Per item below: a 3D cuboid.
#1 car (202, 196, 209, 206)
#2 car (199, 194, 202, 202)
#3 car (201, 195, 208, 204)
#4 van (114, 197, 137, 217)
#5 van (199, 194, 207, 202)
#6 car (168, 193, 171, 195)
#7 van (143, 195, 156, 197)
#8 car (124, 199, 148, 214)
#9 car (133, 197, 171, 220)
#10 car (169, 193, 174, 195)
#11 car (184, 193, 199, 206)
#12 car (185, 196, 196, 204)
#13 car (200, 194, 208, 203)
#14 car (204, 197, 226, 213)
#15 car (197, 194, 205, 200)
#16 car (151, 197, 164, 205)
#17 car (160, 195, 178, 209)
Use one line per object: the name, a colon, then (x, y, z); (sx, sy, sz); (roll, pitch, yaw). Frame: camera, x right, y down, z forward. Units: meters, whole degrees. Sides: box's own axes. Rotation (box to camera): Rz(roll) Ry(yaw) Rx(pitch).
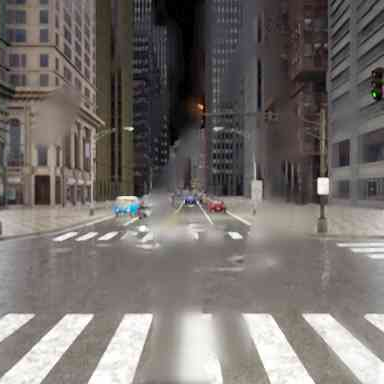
car: (2.612, 1.511, 41.207); (1.887, 1.381, 4.507); (0, 0, 0)
car: (2.510, 1.504, 63.309); (1.887, 1.381, 4.507); (0, 0, 0)
car: (2.587, 1.509, 46.732); (1.887, 1.381, 4.507); (0, 0, 0)
van: (-5.894, 1.315, 30.137); (1.690, 1.788, 3.998); (0, 0, 0)
van: (2.458, 1.297, 74.359); (1.690, 1.788, 3.998); (0, 0, 0)
car: (-6.058, 1.509, 68.812); (2.008, 1.369, 4.403); (0, 0, 0)
van: (-5.965, 1.307, 46.711); (1.690, 1.788, 3.998); (0, 0, 0)
car: (-5.917, 1.515, 35.662); (1.887, 1.381, 4.507); (0, 0, 0)
car: (-3.198, 1.467, 27.463); (2.128, 1.511, 4.902); (0, 0, 0)
car: (-6.128, 1.479, 85.216); (1.752, 1.417, 4.829); (0, 0, 0)
car: (-0.224, 1.440, 54.964); (1.882, 1.535, 5.008); (0, 0, 0)
car: (-0.270, 1.523, 65.384); (1.994, 1.385, 4.181); (0, 0, 0)
car: (2.560, 1.488, 52.428); (1.752, 1.417, 4.829); (0, 0, 0)
car: (2.638, 1.514, 35.682); (1.887, 1.381, 4.507); (0, 0, 0)
car: (2.381, 1.391, 90.936); (1.967, 1.590, 4.097); (0, 0, 0)
car: (-6.011, 1.544, 57.762); (1.802, 1.307, 4.206); (0, 0, 0)
car: (-3.262, 1.492, 44.354); (1.812, 1.442, 4.674); (0, 0, 0)
